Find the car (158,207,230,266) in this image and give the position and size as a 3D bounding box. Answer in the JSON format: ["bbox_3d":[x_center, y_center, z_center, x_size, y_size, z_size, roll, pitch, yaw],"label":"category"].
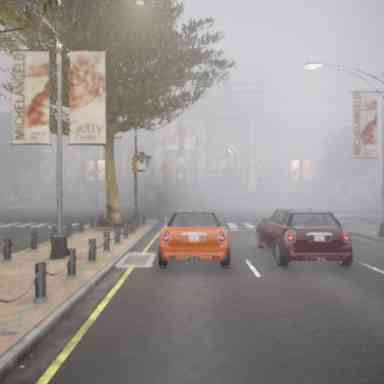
[{"bbox_3d":[0.072,1.301,11.438,2.097,1.767,4.553,0,0,0],"label":"car"}]

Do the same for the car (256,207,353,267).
[{"bbox_3d":[3.572,1.301,11.414,2.097,1.767,4.553,0,0,0],"label":"car"}]
